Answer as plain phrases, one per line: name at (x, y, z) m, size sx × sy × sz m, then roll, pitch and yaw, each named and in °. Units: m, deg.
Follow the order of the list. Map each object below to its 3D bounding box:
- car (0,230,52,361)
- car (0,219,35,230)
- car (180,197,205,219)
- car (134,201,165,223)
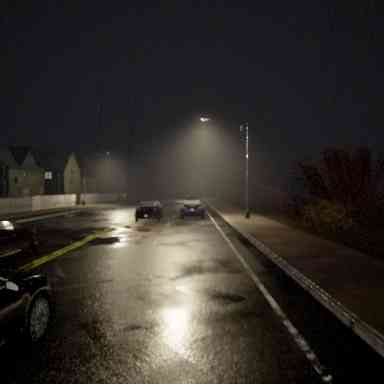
car at (-3.148, 1.485, 3.429) m, size 2.128 × 1.511 × 4.902 m, roll 0°, pitch 0°, yaw 0°
car at (-6.505, 1.544, 10.328) m, size 1.994 × 1.385 × 4.181 m, roll 0°, pitch 0°, yaw 0°
car at (0.059, 1.432, 28.449) m, size 2.163 × 1.488 × 4.792 m, roll 0°, pitch 0°, yaw 1°
car at (-3.140, 1.429, 25.258) m, size 2.128 × 1.511 × 4.902 m, roll 0°, pitch 0°, yaw 0°
